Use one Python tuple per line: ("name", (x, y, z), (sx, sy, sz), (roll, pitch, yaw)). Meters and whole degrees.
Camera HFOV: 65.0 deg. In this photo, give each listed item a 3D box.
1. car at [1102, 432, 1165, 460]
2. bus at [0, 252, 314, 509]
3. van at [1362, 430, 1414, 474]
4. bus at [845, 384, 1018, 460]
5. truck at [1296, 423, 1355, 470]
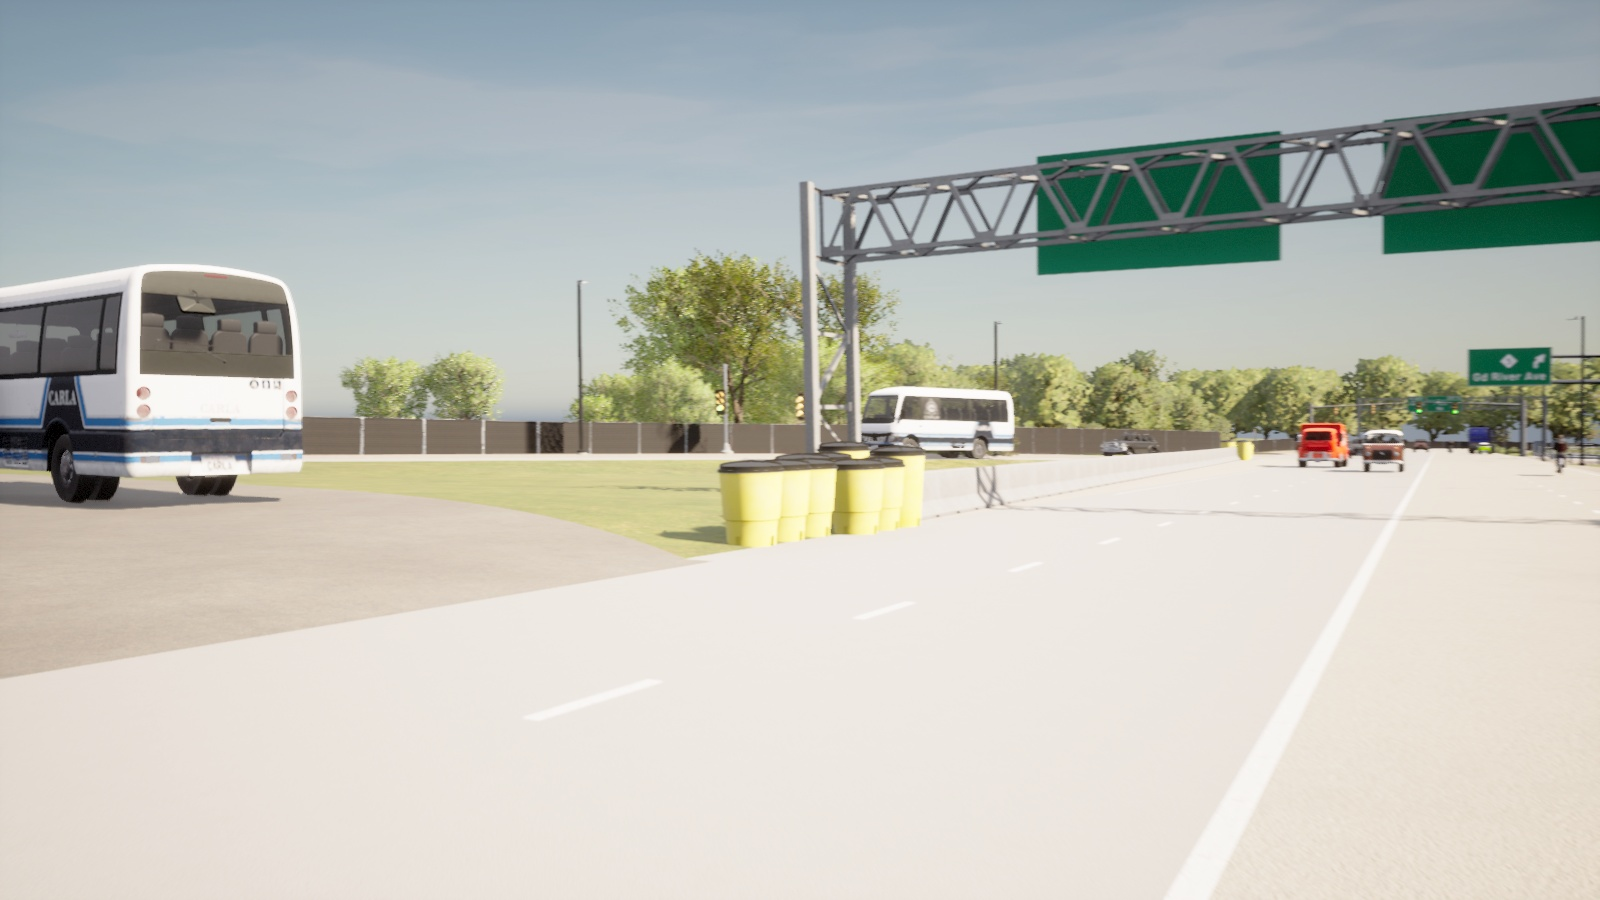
("car", (23.111, -0.265, 87.062), (4.605, 1.855, 1.932), (1, 1, -41))
("bus", (-14.515, -1.256, 25.574), (10.273, 4.253, 3.944), (1, 2, 38))
("van", (28.180, 0.083, 60.097), (2.069, 2.038, 4.480), (0, 0, 27))
("bus", (7.969, -1.578, 75.197), (10.273, 4.253, 3.944), (1, 1, -36))
("truck", (29.371, -0.209, 70.069), (2.627, 2.467, 5.204), (0, 0, 27))
